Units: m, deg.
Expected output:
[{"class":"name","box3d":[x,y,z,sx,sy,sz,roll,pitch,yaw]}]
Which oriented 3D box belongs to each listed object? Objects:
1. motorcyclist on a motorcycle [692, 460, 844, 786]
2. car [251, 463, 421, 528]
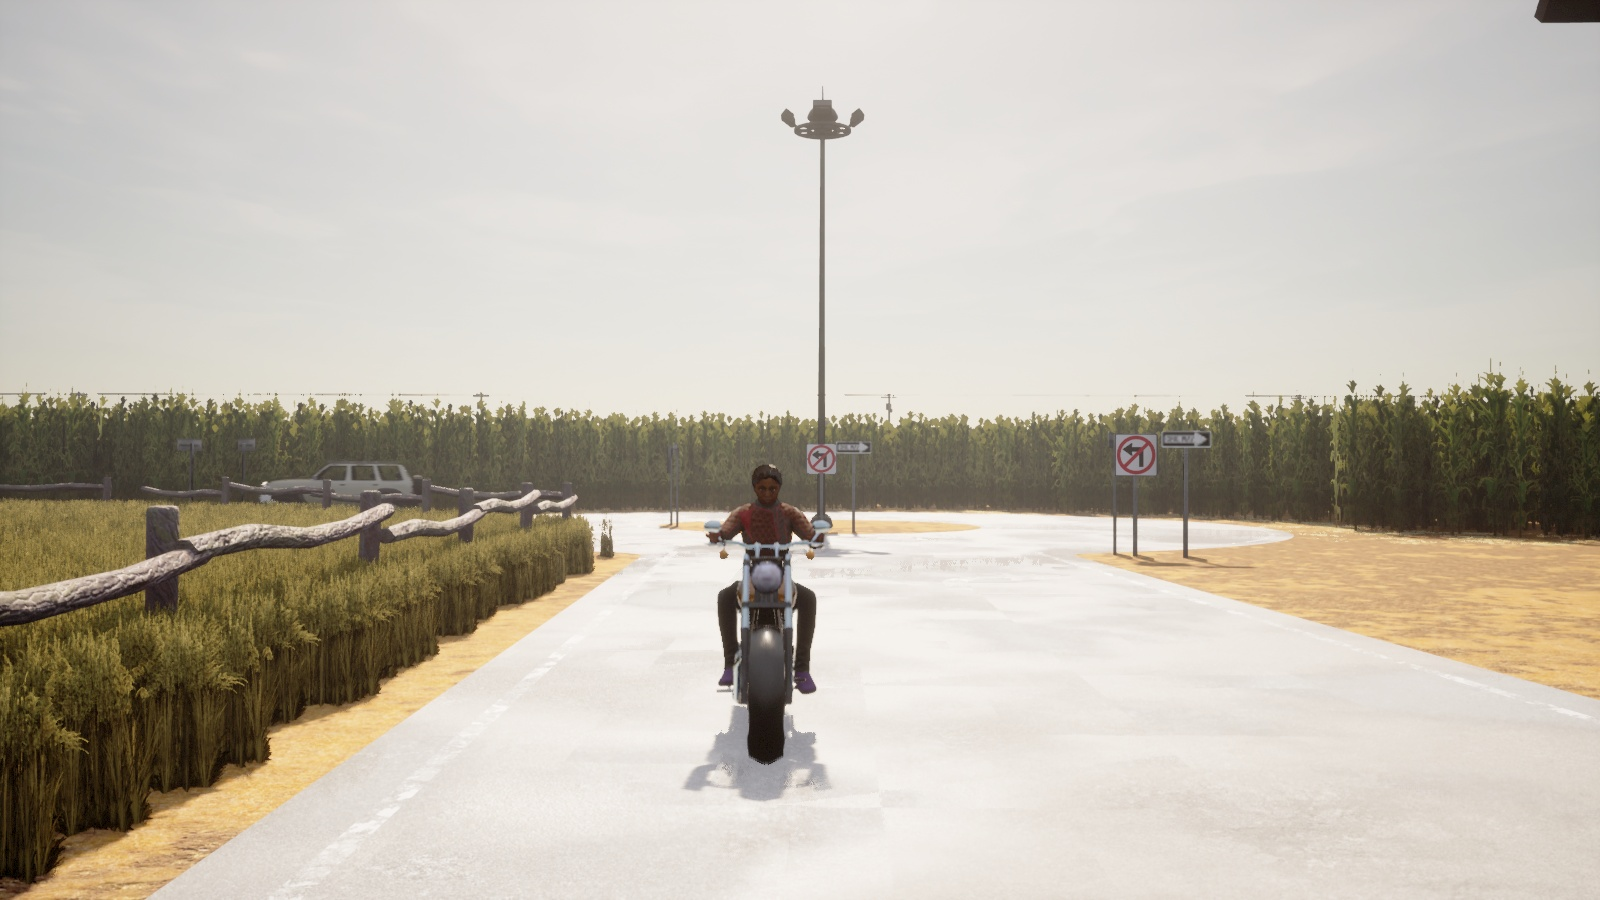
[{"class":"motorcyclist on a motorcycle","box3d":[-0.193,0.892,7.557,0.766,1.649,2.350,0,-1,-2]},{"class":"car","box3d":[-13.828,1.318,37.725,4.605,1.855,1.932,0,0,-14]}]
